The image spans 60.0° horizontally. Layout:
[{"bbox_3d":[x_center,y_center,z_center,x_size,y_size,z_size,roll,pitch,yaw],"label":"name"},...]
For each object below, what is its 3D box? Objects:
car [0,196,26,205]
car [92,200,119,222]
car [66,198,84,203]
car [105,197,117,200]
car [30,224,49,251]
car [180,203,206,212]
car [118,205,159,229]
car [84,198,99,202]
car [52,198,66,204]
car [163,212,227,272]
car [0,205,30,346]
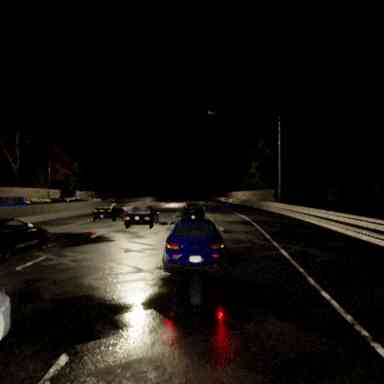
[{"bbox_3d":[-17.598,1.431,30.988,2.150,2.045,5.566,0,0,0],"label":"car"},{"bbox_3d":[-6.905,1.680,27.985,2.128,1.511,4.902,0,0,0],"label":"car"},{"bbox_3d":[-24.505,1.982,71.133,1.895,1.301,4.718,0,0,0],"label":"car"},{"bbox_3d":[-17.505,1.856,71.580,1.837,1.490,4.892,0,0,0],"label":"car"},{"bbox_3d":[-6.905,1.643,12.086,1.994,1.385,4.181,0,0,0],"label":"car"},{"bbox_3d":[0.095,1.694,28.052,1.837,1.490,4.892,0,0,0],"label":"car"},{"bbox_3d":[-3.406,1.702,23.147,2.033,1.411,5.357,0,0,0],"label":"car"},{"bbox_3d":[-21.005,1.912,71.164,1.812,1.442,4.674,0,0,0],"label":"car"},{"bbox_3d":[-28.005,1.972,70.748,1.994,1.385,4.181,0,0,0],"label":"car"},{"bbox_3d":[0.094,1.598,10.961,1.812,1.442,4.674,0,0,0],"label":"car"},{"bbox_3d":[-3.437,1.237,1.963,2.150,2.045,5.566,0,0,0],"label":"car"}]
